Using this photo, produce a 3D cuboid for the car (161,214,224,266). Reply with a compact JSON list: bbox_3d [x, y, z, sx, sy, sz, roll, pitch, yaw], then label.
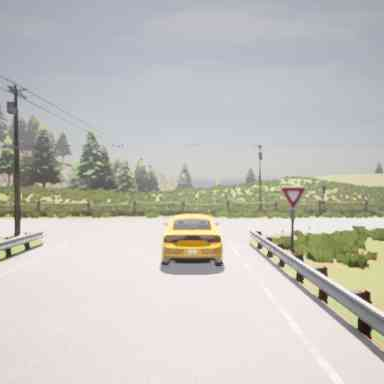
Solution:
[{"bbox_3d":[-0.021,1.516,11.760,1.882,1.535,5.008,0,0,-1],"label":"car"}]
